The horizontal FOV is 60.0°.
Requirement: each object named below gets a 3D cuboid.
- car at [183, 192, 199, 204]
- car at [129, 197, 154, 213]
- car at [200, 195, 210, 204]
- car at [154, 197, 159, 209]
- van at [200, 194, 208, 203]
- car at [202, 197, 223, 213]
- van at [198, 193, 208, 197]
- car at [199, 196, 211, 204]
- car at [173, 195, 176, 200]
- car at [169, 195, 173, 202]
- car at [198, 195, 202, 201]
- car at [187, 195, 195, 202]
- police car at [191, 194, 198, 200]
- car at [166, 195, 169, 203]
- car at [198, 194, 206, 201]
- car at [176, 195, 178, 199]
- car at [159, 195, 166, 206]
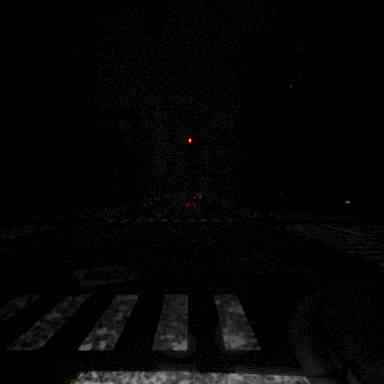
[{"bbox_3d":[-0.188,1.191,63.689,2.150,2.045,5.566,0,0,0],"label":"car"},{"bbox_3d":[-5.643,1.408,36.526,1.967,1.590,4.097,0,0,0],"label":"car"},{"bbox_3d":[2.409,1.547,47.528,1.802,1.307,4.206,0,0,0],"label":"car"},{"bbox_3d":[-5.629,1.406,42.037,1.967,1.590,4.097,0,0,0],"label":"car"},{"bbox_3d":[2.463,1.314,69.570,1.690,1.788,3.998,0,0,0],"label":"van"},{"bbox_3d":[2.382,1.533,36.505,1.947,1.339,4.313,0,0,0],"label":"car"},{"bbox_3d":[2.436,1.308,58.549,1.690,1.788,3.998,0,0,0],"label":"van"},{"bbox_3d":[2.450,1.520,64.060,2.008,1.369,4.403,0,0,0],"label":"car"},{"bbox_3d":[-5.534,1.534,80.612,2.008,1.369,4.403,0,0,0],"label":"car"},{"bbox_3d":[-5.561,1.414,69.590,1.967,1.590,4.097,0,0,0],"label":"car"},{"bbox_3d":[2.423,1.531,53.039,1.947,1.339,4.313,0,0,0],"label":"car"},{"bbox_3d":[-0.162,1.332,74.044,1.812,1.442,4.674,0,0,0],"label":"car"},{"bbox_3d":[0.704,1.419,90.588,1.930,1.638,5.238,0,0,0],"label":"police car"},{"bbox_3d":[-5.588,1.517,58.569,2.008,1.369,4.403,0,0,0],"label":"car"},{"bbox_3d":[2.505,1.429,86.103,1.967,1.590,4.097,0,0,0],"label":"car"},{"bbox_3d":[-5.506,1.539,91.634,1.887,1.381,4.507,0,0,0],"label":"car"},{"bbox_3d":[-5.602,1.547,53.058,1.802,1.307,4.206,0,0,0],"label":"car"}]
